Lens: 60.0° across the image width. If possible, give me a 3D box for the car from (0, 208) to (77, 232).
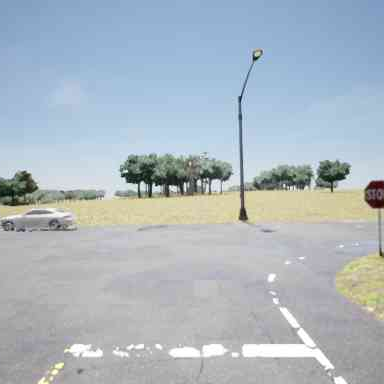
[{"bbox_3d":[-9.886,1.769,21.613,4.674,1.442,1.812,-1,-2,0],"label":"car"}]
